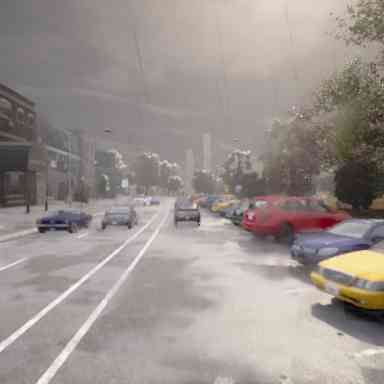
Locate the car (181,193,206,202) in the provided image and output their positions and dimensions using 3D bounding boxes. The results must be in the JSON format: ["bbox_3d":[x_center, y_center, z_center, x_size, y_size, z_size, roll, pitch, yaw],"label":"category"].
[{"bbox_3d":[0.379,1.321,84.231,5.566,2.045,2.435,0,1,-27],"label":"car"}]

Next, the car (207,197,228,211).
[{"bbox_3d":[4.482,1.598,33.899,5.008,1.535,2.097,1,-1,-23],"label":"car"}]

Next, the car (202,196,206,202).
[{"bbox_3d":[4.193,1.630,39.830,5.008,1.535,2.097,1,0,-23],"label":"car"}]

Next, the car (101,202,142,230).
[{"bbox_3d":[-4.650,1.592,21.977,1.812,1.442,4.674,0,0,-2],"label":"car"}]

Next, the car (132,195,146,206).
[{"bbox_3d":[-9.626,1.516,60.752,2.150,2.045,5.566,0,0,-4],"label":"car"}]

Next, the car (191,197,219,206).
[{"bbox_3d":[2.507,1.772,63.541,4.892,1.521,2.231,1,0,-25],"label":"car"}]

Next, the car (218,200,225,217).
[{"bbox_3d":[4.866,1.559,24.989,4.892,1.521,2.231,1,0,-22],"label":"car"}]

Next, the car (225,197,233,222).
[{"bbox_3d":[4.924,1.420,22.016,4.553,1.767,2.185,1,-1,-22],"label":"car"}]

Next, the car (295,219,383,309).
[{"bbox_3d":[5.095,1.495,7.105,5.366,1.575,1.946,1,0,-21],"label":"car"}]

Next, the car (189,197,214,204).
[{"bbox_3d":[1.983,1.794,69.484,4.792,1.488,2.163,1,0,-26],"label":"car"}]

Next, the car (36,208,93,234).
[{"bbox_3d":[-7.363,1.660,19.619,1.895,1.301,4.718,0,0,-2],"label":"car"}]

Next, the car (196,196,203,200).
[{"bbox_3d":[3.648,1.684,48.725,5.008,1.535,2.097,1,0,-24],"label":"car"}]

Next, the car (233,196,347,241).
[{"bbox_3d":[5.145,1.274,16.098,5.566,2.045,2.435,1,0,-22],"label":"car"}]

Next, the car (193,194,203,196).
[{"bbox_3d":[3.020,1.615,57.627,4.553,1.767,2.185,1,0,-25],"label":"car"}]

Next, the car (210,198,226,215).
[{"bbox_3d":[4.594,1.613,30.918,4.792,1.488,2.163,1,0,-23],"label":"car"}]

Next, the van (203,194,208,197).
[{"bbox_3d":[4.124,1.423,42.853,4.442,1.987,1.878,1,-1,-24],"label":"van"}]

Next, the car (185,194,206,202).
[{"bbox_3d":[0.764,1.502,81.313,4.553,1.767,2.185,0,1,-27],"label":"car"}]

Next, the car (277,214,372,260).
[{"bbox_3d":[5.231,1.548,10.142,4.674,1.452,2.002,1,0,-21],"label":"car"}]

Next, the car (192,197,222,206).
[{"bbox_3d":[2.745,1.758,60.581,5.008,1.535,2.097,1,-1,-25],"label":"car"}]

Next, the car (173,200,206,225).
[{"bbox_3d":[-0.381,1.565,24.682,2.128,1.511,4.902,0,0,-2],"label":"car"}]

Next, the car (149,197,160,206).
[{"bbox_3d":[-7.000,1.776,62.955,1.882,1.535,5.008,0,0,-4],"label":"car"}]

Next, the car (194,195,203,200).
[{"bbox_3d":[3.427,1.703,51.695,5.008,1.535,2.097,1,-1,-24],"label":"car"}]

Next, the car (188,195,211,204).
[{"bbox_3d":[1.645,1.619,72.414,4.553,1.767,2.185,0,0,-26],"label":"car"}]

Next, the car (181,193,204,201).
[{"bbox_3d":[0.079,1.265,87.218,5.566,2.045,2.435,0,1,-27],"label":"car"}]

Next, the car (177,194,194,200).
[{"bbox_3d":[-1.208,1.518,42.242,2.097,1.767,4.553,0,0,-3],"label":"car"}]

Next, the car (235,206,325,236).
[{"bbox_3d":[5.045,1.575,19.050,4.674,1.452,2.002,1,0,-22],"label":"car"}]

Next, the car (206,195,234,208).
[{"bbox_3d":[4.312,1.488,36.860,4.553,1.767,2.185,1,-1,-23],"label":"car"}]

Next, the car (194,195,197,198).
[{"bbox_3d":[3.387,1.722,54.735,5.366,1.575,1.946,1,-1,-24],"label":"car"}]
